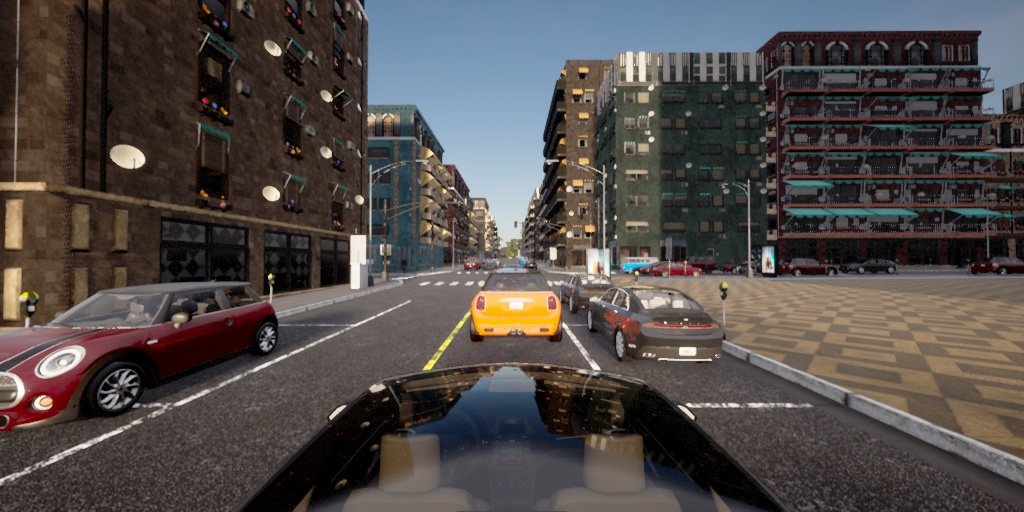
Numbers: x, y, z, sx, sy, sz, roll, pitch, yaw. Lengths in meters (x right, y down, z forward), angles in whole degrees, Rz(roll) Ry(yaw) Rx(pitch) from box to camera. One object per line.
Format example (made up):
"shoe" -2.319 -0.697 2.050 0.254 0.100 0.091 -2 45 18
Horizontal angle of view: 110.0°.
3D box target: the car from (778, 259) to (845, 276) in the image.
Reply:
"car" 24.754 0.923 30.073 4.097 1.591 1.967 0 0 0

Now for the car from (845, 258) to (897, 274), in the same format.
"car" 35.483 0.990 35.792 4.892 1.490 1.837 0 -1 0

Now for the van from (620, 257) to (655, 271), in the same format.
"van" 13.759 1.029 38.529 3.998 1.789 1.690 0 0 0

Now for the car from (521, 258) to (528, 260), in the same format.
"car" 2.675 1.312 51.712 1.948 1.339 4.313 0 0 0

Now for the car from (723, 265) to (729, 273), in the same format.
"car" 24.814 1.149 38.453 4.507 1.381 1.888 0 0 0

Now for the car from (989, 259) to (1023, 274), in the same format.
"car" 46.897 0.957 32.521 4.718 1.301 1.895 0 -1 0

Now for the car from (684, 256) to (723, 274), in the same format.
"car" 19.286 0.961 38.491 5.009 1.841 2.192 0 0 0

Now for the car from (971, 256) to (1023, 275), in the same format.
"car" 41.335 0.799 29.959 4.097 1.591 1.967 0 0 0

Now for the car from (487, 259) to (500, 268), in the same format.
"car" -3.098 1.272 60.997 1.812 1.442 4.674 0 0 0

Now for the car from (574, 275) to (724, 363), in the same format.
"car" 2.818 1.299 7.949 2.007 1.370 4.403 0 0 0

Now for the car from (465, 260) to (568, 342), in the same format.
"car" 0.095 1.101 9.928 2.097 1.767 4.553 0 0 0

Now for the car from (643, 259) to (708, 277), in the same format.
"car" 13.699 1.150 30.149 4.207 1.307 1.802 0 0 0

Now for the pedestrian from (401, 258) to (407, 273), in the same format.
"pedestrian" -12.541 1.079 41.672 0.375 1.860 0.375 0 0 0

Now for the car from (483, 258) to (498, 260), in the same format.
"car" -3.118 1.310 51.064 1.994 1.385 4.181 0 0 -1

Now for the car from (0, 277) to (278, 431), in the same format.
"car" -5.821 1.189 5.711 1.967 1.591 4.097 0 0 0

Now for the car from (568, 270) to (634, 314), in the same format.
"car" 2.817 1.299 13.519 2.007 1.370 4.403 0 0 0

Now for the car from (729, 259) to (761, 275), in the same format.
"car" 25.060 1.056 35.870 4.902 1.511 2.128 0 -1 1

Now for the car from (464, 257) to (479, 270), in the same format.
"car" -5.705 1.061 51.749 2.192 1.841 5.009 0 0 0

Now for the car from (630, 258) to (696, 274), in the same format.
"car" 15.152 1.188 35.941 5.357 1.411 2.033 0 -1 0
